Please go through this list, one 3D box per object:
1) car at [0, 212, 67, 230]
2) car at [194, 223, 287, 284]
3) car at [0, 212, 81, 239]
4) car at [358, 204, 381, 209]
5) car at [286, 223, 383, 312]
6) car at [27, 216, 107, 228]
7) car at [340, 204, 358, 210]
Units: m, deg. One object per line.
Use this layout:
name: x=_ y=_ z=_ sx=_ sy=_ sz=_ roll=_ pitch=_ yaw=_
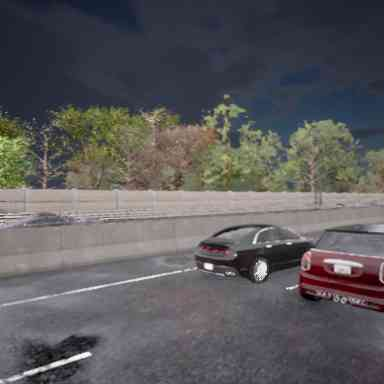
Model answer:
car: x=-8.960 y=2.102 z=19.486 sx=4.892 sy=1.490 sz=1.837 roll=1 pitch=-2 yaw=-41
car: x=2.268 y=1.750 z=10.441 sx=4.892 sy=1.490 sz=1.837 roll=1 pitch=-2 yaw=-41
car: x=-10.402 y=2.203 z=22.870 sx=4.892 sy=1.490 sz=1.837 roll=1 pitch=-2 yaw=-41
car: x=28.073 y=2.571 z=51.642 sx=4.181 sy=1.385 sz=1.994 roll=1 pitch=-2 yaw=-41
car: x=4.460 y=1.504 z=7.718 sx=4.553 sy=1.767 sz=2.097 roll=1 pitch=-2 yaw=-41
car: x=-5.807 y=2.115 z=17.590 sx=4.718 sy=1.301 sz=1.895 roll=1 pitch=-2 yaw=-41
car: x=25.971 y=2.626 z=54.449 sx=4.674 sy=1.442 sz=1.812 roll=1 pitch=-2 yaw=-41
